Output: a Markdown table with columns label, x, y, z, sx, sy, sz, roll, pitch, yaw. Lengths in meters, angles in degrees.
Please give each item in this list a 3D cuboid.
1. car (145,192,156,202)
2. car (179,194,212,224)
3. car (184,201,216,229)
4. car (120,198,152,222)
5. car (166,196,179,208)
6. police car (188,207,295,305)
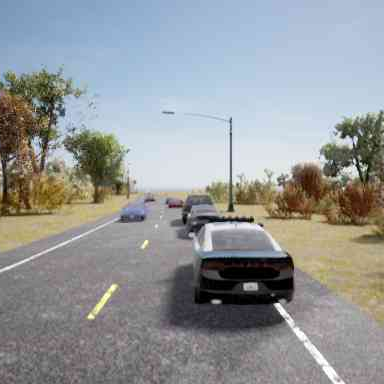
| label | x | y | z | sx | sy | sz | roll | pitch | yaw |
| --- | --- | --- | --- | --- | --- | --- | --- | --- | --- |
| car | -8.436 | 1.211 | 67.950 | 2.097 | 1.767 | 4.553 | 0 | 0 | -8 |
| car | 0.367 | 1.176 | 24.272 | 2.150 | 2.045 | 5.566 | 0 | 0 | -3 |
| car | 0.652 | 1.473 | 18.215 | 1.837 | 1.490 | 4.892 | 0 | 0 | -2 |
| car | -4.412 | 1.478 | 26.007 | 1.812 | 1.442 | 4.674 | 0 | 0 | -3 |
| car | -2.205 | 1.475 | 45.527 | 1.994 | 1.385 | 4.181 | 0 | 0 | -5 |
| police car | 0.953 | 1.411 | 8.274 | 1.930 | 1.638 | 5.238 | 0 | 0 | -1 |
